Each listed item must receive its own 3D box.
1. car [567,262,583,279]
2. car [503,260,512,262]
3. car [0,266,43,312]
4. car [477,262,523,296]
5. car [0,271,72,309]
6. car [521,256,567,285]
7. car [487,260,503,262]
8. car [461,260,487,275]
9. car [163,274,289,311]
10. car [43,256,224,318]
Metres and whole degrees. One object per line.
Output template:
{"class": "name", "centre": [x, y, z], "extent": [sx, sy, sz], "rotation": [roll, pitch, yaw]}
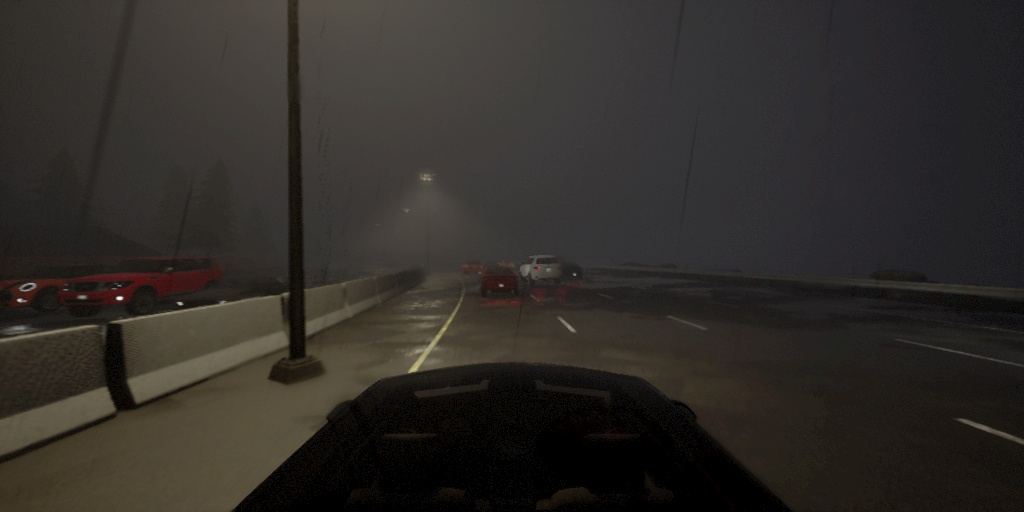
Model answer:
{"class": "car", "centre": [4.662, 1.258, 31.592], "extent": [1.837, 1.490, 4.892], "rotation": [0, 0, -11]}
{"class": "car", "centre": [-1.106, 1.368, 55.147], "extent": [1.882, 1.535, 5.008], "rotation": [0, 0, -19]}
{"class": "car", "centre": [-17.979, 1.112, 14.415], "extent": [2.097, 1.767, 4.553], "rotation": [-1, 0, -5]}
{"class": "car", "centre": [-0.810, 1.282, 19.895], "extent": [1.882, 1.535, 5.008], "rotation": [0, 0, -7]}
{"class": "car", "centre": [-21.460, 1.435, 14.095], "extent": [2.033, 1.411, 5.357], "rotation": [-1, 0, -5]}
{"class": "car", "centre": [2.046, 1.001, 26.710], "extent": [2.150, 2.045, 5.566], "rotation": [0, 0, -9]}
{"class": "car", "centre": [-3.154, 1.413, 49.908], "extent": [1.837, 1.490, 4.892], "rotation": [1, 0, -17]}
{"class": "car", "centre": [-4.606, 1.261, 41.432], "extent": [2.097, 1.767, 4.553], "rotation": [-1, 0, -14]}
{"class": "car", "centre": [-10.994, 1.540, 14.964], "extent": [2.033, 1.411, 5.357], "rotation": [-1, 0, -5]}
{"class": "car", "centre": [-14.487, 1.021, 14.645], "extent": [2.150, 2.045, 5.566], "rotation": [-1, 0, -5]}
